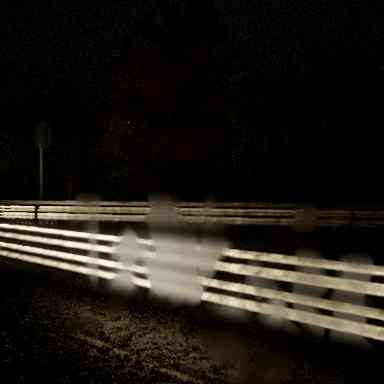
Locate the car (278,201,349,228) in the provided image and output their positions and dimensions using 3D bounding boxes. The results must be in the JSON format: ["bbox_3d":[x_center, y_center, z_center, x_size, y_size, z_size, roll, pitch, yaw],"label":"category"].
[{"bbox_3d":[8.220,1.423,22.804,4.553,1.767,2.097,0,0,17],"label":"car"}]
